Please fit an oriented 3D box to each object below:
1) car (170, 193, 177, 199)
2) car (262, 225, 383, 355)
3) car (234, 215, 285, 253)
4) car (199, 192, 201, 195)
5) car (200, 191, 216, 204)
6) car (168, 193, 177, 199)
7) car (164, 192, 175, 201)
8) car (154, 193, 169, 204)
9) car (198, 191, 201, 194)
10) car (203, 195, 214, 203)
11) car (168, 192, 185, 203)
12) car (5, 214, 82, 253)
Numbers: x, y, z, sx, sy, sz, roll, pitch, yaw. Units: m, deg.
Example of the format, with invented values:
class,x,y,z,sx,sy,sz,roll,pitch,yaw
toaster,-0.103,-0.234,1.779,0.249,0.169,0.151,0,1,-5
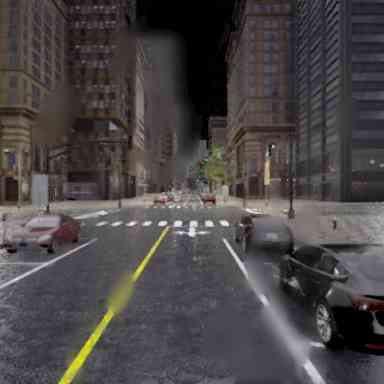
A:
class,x,y,z,sx,sy,sz,roll,pitch,yaw
car,-5.252,1.115,95.426,1.752,1.417,4.829,1,0,0
car,2.765,1.559,6.072,1.947,1.339,4.313,0,0,0
car,2.766,1.546,13.438,1.947,1.339,4.313,0,0,0
car,3.168,1.221,79.090,1.752,1.417,4.829,1,0,0
car,3.025,1.137,56.757,2.192,1.841,5.009,0,0,0
car,-5.286,1.057,90.051,1.967,1.590,4.097,1,0,0
car,-5.357,1.014,78.970,2.192,1.841,5.009,1,0,0
car,-5.501,1.368,56.810,1.887,1.381,4.507,0,0,0
car,3.239,1.055,90.002,1.967,1.590,4.097,1,0,0
car,3.059,1.339,62.298,1.887,1.381,4.507,0,0,0
car,-2.717,1.319,61.014,2.128,1.511,4.902,0,1,0
car,-5.760,1.563,13.443,1.802,1.307,4.206,0,0,0
